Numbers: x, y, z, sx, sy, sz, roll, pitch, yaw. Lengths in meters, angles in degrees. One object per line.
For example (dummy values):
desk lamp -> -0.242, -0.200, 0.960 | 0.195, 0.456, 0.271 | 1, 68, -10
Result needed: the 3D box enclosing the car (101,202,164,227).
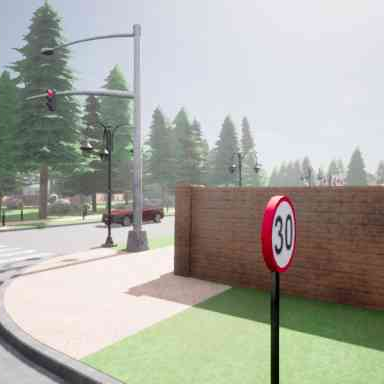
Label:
car -> -4.012, 1.464, 23.168 | 1.882, 1.535, 5.008 | 0, 0, 35
